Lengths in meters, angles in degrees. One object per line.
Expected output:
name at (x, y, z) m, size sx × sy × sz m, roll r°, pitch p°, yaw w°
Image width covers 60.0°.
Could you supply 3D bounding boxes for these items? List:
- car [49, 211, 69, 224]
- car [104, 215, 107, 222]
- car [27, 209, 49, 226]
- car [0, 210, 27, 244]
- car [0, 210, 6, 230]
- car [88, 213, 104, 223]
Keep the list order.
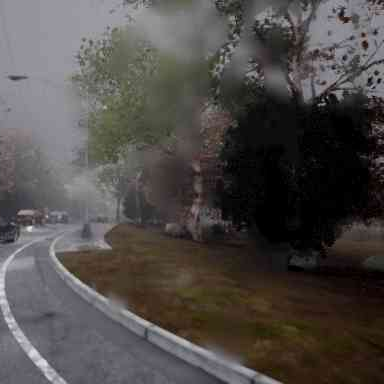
car at (-17.487, 3.215, 43.124) m, size 2.097 × 1.767 × 4.553 m, roll 0°, pitch -5°, yaw -9°
car at (-17.000, 4.786, 61.861) m, size 2.097 × 1.767 × 4.553 m, roll 0°, pitch -5°, yaw -8°
car at (-15.626, 2.404, 31.808) m, size 1.882 × 1.535 × 5.008 m, roll 0°, pitch -4°, yaw -9°
car at (-8.684, 1.599, 13.658) m, size 2.033 × 1.411 × 5.357 m, roll 0°, pitch -1°, yaw -13°
car at (-13.935, 1.874, 21.512) m, size 1.994 × 1.385 × 4.181 m, roll 0°, pitch -3°, yaw -9°
car at (-15.373, 4.195, 51.994) m, size 1.895 × 1.301 × 4.718 m, roll 0°, pitch -5°, yaw -9°
